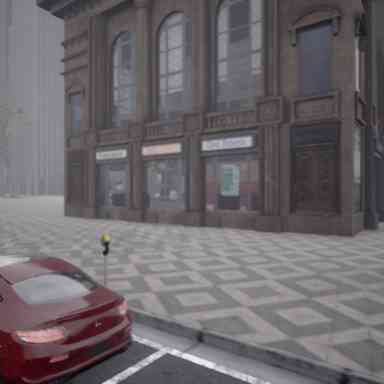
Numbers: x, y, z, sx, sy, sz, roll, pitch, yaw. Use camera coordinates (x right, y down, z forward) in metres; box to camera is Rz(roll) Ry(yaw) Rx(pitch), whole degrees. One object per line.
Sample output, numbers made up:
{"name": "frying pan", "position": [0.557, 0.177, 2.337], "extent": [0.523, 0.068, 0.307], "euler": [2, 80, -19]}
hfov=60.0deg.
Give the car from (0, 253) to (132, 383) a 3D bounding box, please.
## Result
{"name": "car", "position": [-2.705, 1.577, 4.893], "extent": [4.206, 1.307, 1.802], "euler": [0, 0, 35]}
